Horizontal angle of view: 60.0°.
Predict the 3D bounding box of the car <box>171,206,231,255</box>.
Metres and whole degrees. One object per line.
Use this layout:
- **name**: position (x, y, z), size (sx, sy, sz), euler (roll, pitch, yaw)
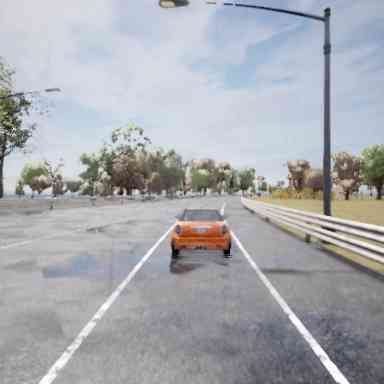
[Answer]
- **car**: position (0.374, 1.340, 13.388), size (2.097, 1.767, 4.553), euler (0, 0, 2)
